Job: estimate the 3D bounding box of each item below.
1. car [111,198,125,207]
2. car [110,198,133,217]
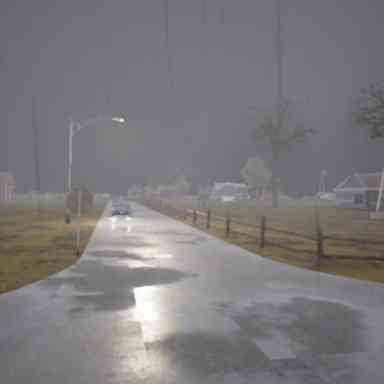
[{"bbox_3d":[-12.101,1.685,54.346,2.033,1.411,5.357,2,-1,-13],"label":"car"},{"bbox_3d":[-7.019,1.662,33.053,1.837,1.490,4.892,2,0,-13],"label":"car"}]
